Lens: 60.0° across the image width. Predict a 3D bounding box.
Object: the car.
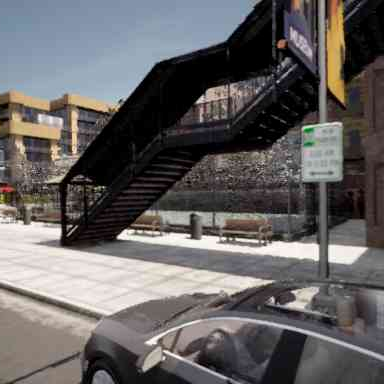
[{"bbox_3d":[0.890,1.487,2.628,2.231,1.521,4.892,0,0,-45],"label":"car"}]
